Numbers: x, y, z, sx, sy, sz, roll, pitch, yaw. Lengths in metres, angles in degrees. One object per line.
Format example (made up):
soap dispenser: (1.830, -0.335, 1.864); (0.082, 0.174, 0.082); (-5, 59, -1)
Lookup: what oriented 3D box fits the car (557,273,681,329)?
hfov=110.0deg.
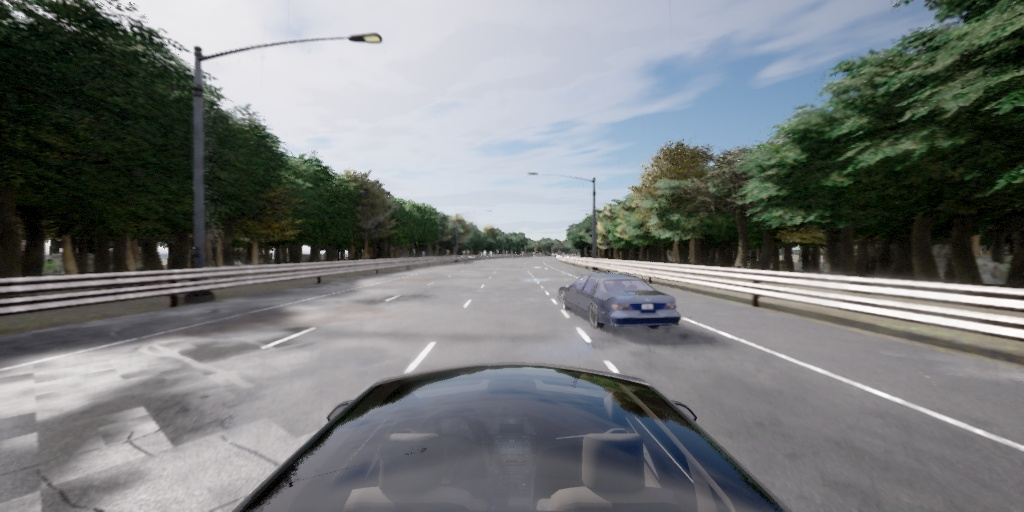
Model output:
car: (2.860, 1.210, 10.874); (2.033, 1.411, 5.357); (0, 1, -7)
